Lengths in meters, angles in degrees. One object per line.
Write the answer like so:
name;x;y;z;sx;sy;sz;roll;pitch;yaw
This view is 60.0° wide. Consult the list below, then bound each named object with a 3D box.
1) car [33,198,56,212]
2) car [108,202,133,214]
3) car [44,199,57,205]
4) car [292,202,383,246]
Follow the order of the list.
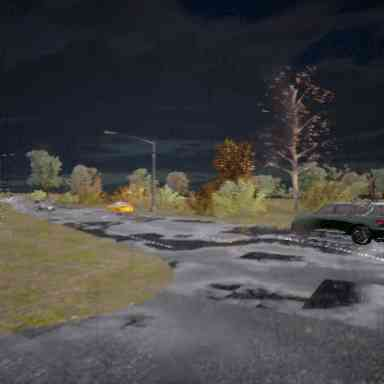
car;-21.018;2.092;48.150;2.128;1.511;4.902;1;-1;-34
car;-9.398;2.063;43.381;1.882;1.535;5.008;1;-1;-34
car;-34.208;2.460;80.360;2.033;1.411;5.357;1;-1;-34
car;7.950;1.545;17.532;2.150;2.045;5.566;1;-1;-34
